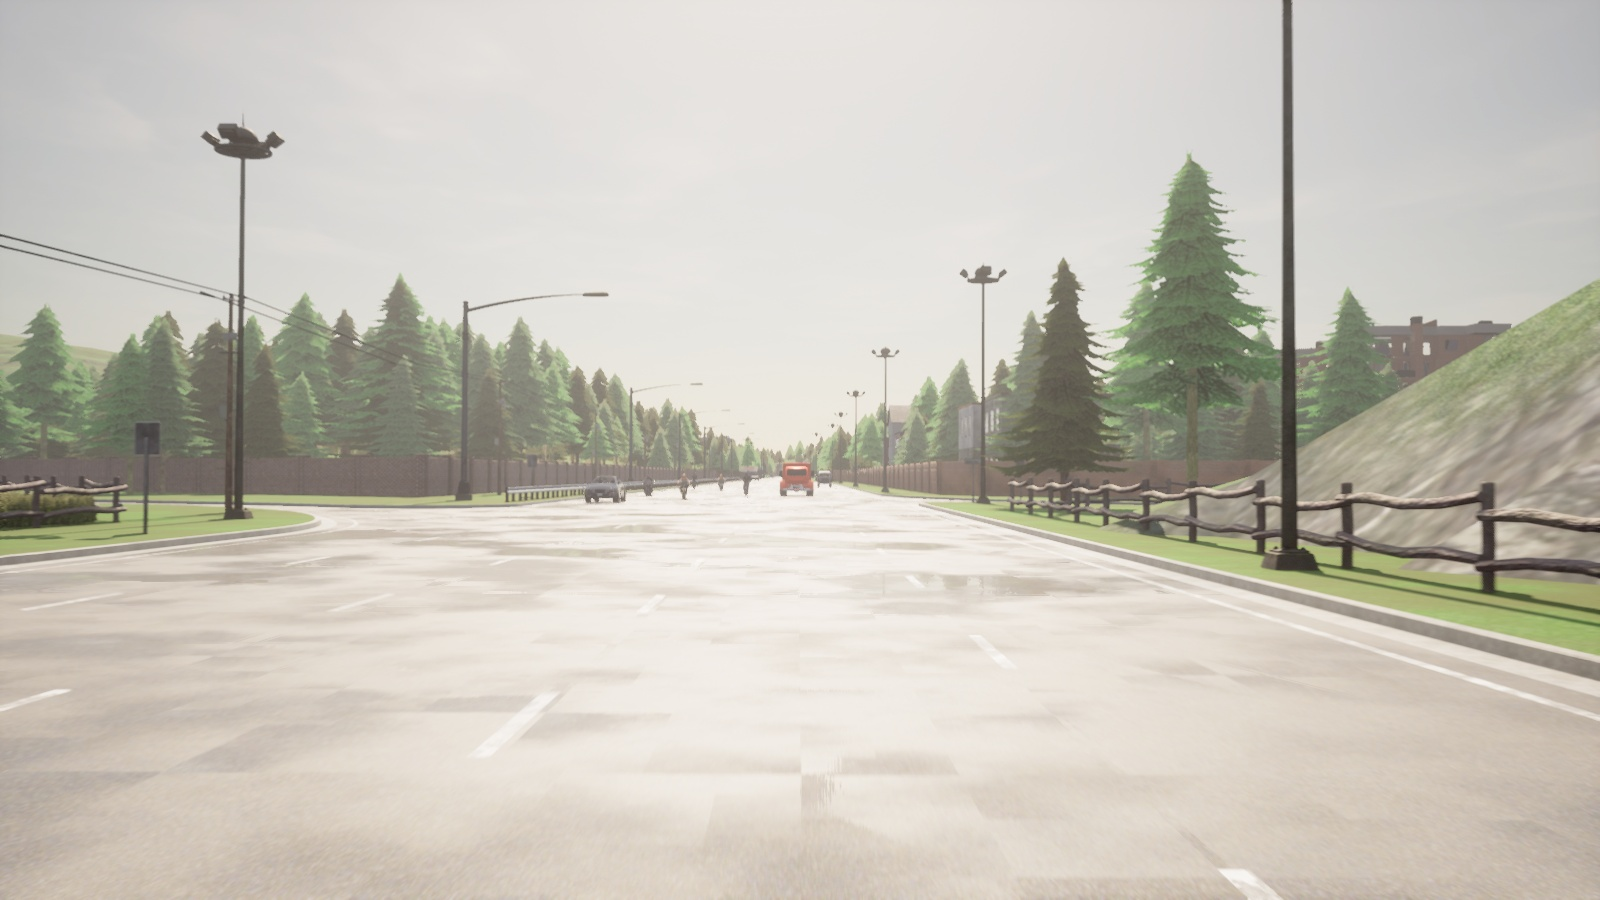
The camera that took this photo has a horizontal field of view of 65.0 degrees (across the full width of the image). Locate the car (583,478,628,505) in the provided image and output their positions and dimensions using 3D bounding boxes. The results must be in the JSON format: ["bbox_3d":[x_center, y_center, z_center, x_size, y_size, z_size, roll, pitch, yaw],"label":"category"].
[{"bbox_3d":[-10.672,2.263,69.089,1.816,1.474,4.193,0,-1,0],"label":"car"}]

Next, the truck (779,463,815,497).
[{"bbox_3d":[-0.236,2.218,93.858,2.627,2.467,5.204,0,-1,0],"label":"truck"}]
